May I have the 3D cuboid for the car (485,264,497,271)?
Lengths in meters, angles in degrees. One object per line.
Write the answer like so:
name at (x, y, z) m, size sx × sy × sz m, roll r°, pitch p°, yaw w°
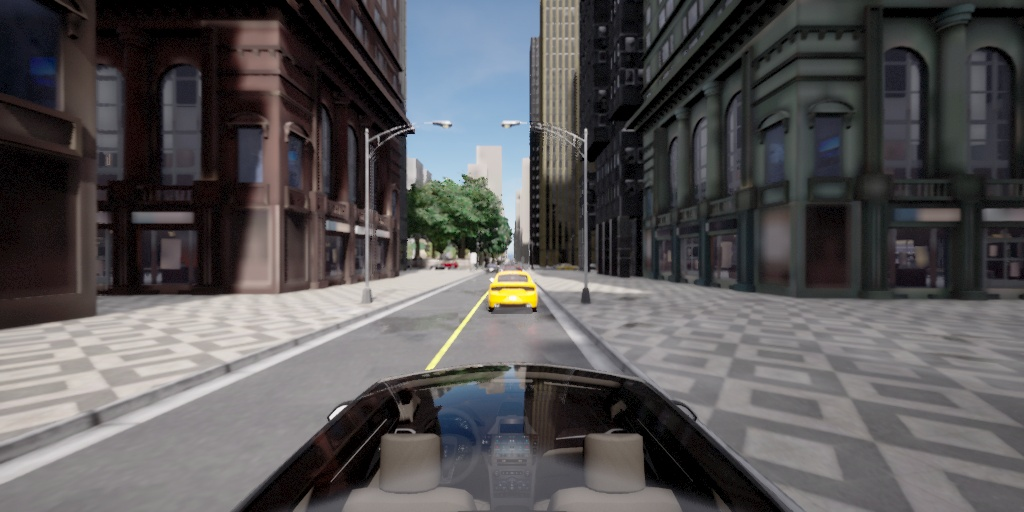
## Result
car at (-3.079, 1.932, 55.833) m, size 2.128 × 1.511 × 4.902 m, roll 0°, pitch -1°, yaw 0°

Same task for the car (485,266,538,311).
car at (0.050, 1.389, 15.397) m, size 1.882 × 1.535 × 5.008 m, roll 0°, pitch 0°, yaw 0°
